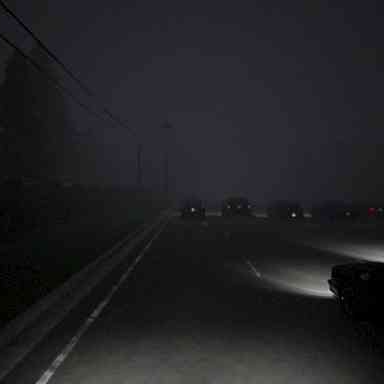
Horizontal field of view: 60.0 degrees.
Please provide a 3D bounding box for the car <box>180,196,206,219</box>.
[{"bbox_3d":[0.083,1.329,26.886,2.163,1.488,4.792,0,0,0],"label":"car"}]

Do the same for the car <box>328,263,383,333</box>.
[{"bbox_3d":[3.598,1.520,4.112,2.033,1.411,5.357,0,0,0],"label":"car"}]

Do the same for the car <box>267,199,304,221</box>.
[{"bbox_3d":[7.096,1.339,25.611,1.837,1.490,4.892,0,0,0],"label":"car"}]

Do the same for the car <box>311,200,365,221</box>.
[{"bbox_3d":[10.598,1.315,25.066,1.882,1.535,5.008,0,0,0],"label":"car"}]

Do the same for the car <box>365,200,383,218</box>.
[{"bbox_3d":[14.097,1.369,27.435,2.033,1.411,5.357,0,0,0],"label":"car"}]

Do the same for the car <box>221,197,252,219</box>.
[{"bbox_3d":[3.598,1.173,27.531,2.097,1.767,4.553,0,0,0],"label":"car"}]
